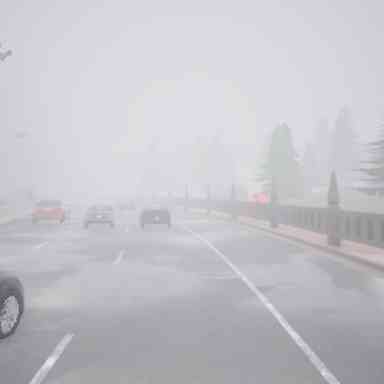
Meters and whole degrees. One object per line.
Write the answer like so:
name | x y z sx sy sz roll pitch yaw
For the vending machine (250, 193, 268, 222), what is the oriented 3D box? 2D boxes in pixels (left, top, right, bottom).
vending machine | 4.982 1.113 24.800 1.100 2.100 0.880 0 0 -13

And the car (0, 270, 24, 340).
car | -3.658 1.508 3.618 1.837 1.490 4.892 0 0 -2

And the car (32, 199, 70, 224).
car | -10.501 1.322 25.087 2.097 1.767 4.553 0 0 -15

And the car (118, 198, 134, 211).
car | -7.912 1.450 39.398 1.812 1.442 4.674 0 0 -22

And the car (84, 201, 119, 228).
car | -6.119 1.510 22.254 2.033 1.411 5.357 0 0 -13

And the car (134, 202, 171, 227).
car | -2.618 1.428 22.264 1.882 1.535 5.008 0 0 -12
